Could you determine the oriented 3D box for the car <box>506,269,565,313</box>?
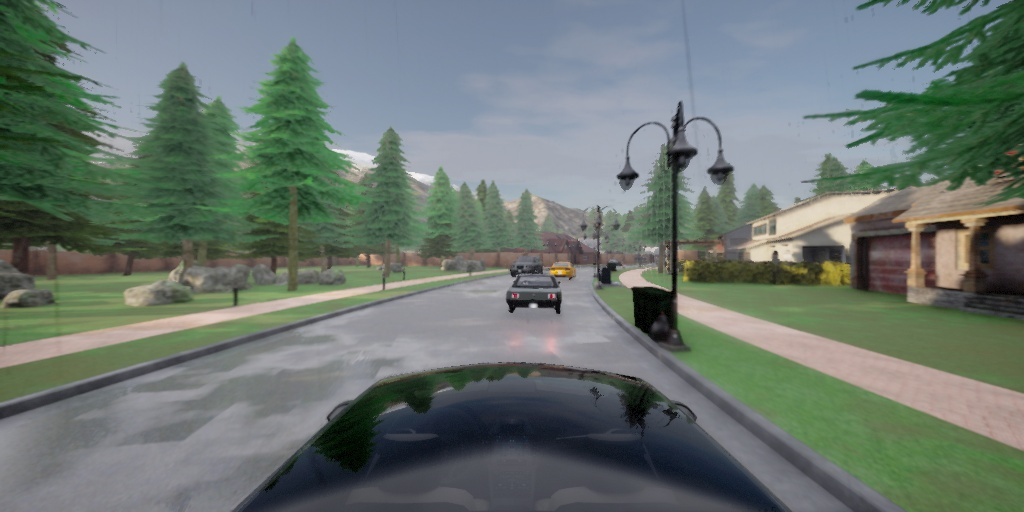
[{"bbox_3d":[0.970,1.357,14.067,1.895,1.301,4.718,0,0,7],"label":"car"}]

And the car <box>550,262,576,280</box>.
[{"bbox_3d":[4.571,1.251,31.752,1.882,1.535,5.008,0,0,15],"label":"car"}]

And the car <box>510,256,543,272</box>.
[{"bbox_3d":[1.488,0.988,34.421,2.150,2.045,5.566,0,0,17],"label":"car"}]
